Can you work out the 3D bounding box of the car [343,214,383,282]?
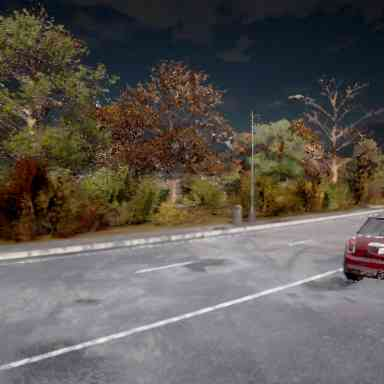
[{"bbox_3d":[5.876,1.311,8.608,4.553,1.767,2.097,0,0,-39],"label":"car"}]
